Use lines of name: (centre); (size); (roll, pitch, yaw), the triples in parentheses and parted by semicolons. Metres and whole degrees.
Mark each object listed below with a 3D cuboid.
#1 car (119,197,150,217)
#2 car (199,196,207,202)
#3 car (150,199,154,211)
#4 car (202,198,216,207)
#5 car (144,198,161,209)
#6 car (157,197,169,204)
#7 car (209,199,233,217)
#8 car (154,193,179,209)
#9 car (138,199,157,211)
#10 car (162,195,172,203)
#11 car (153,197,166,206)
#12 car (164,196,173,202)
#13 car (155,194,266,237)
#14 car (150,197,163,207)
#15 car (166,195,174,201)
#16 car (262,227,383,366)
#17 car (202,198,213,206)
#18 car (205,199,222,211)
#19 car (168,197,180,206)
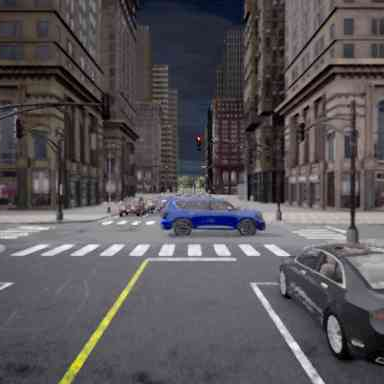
car: (-5.784, 1.403, 32.636); (2.192, 1.841, 5.009); (-1, 0, 0)
car: (2.737, 1.693, 82.511); (1.802, 1.307, 4.206); (-1, 0, 0)
car: (-5.782, 1.623, 38.006); (1.752, 1.417, 4.829); (-1, 0, 0)
car: (2.741, 1.685, 54.807); (1.947, 1.339, 4.313); (-1, 0, 0)
car: (-5.783, 1.680, 49.257); (1.947, 1.339, 4.313); (-1, 0, 0)
car: (-5.786, 1.692, 65.881); (1.947, 1.339, 4.313); (-1, 0, 0)
car: (2.743, 1.527, 32.646); (1.967, 1.590, 4.097); (-1, 0, 0)
car: (-3.098, 1.325, 41.062); (2.150, 2.045, 5.566); (0, 0, 0)
car: (-5.783, 1.631, 43.547); (1.752, 1.417, 4.829); (-1, 0, 0)
car: (-5.789, 1.560, 76.963); (1.967, 1.590, 4.097); (-1, 0, 0)
car: (-5.785, 1.690, 60.339); (1.947, 1.339, 4.313); (-1, 0, 0)
car: (-5.788, 1.694, 82.505); (1.802, 1.307, 4.206); (-1, 0, 0)
car: (1.054, 1.306, 17.793); (5.566, 2.045, 2.150); (0, 0, 0)
car: (-5.785, 1.644, 54.628); (1.752, 1.417, 4.829); (-1, 0, 0)
car: (-5.790, 1.626, 87.876); (1.752, 1.417, 4.829); (-1, 0, 0)
car: (2.750, 1.569, 5.807); (2.008, 1.369, 4.403); (-1, 0, 0)
car: (2.740, 1.705, 60.348); (1.802, 1.307, 4.206); (-1, 0, 0)
car: (2.743, 1.672, 43.727); (1.947, 1.339, 4.313); (-1, 0, 0)
car: (-3.059, 1.627, 58.260); (1.837, 1.490, 4.892); (0, 0, 1)
